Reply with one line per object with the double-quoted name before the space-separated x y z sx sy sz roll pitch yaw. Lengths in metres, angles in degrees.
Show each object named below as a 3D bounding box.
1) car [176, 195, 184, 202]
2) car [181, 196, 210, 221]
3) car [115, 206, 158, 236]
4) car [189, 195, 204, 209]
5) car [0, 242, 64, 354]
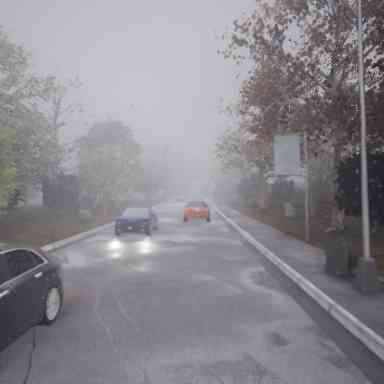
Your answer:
"car" -2.420 1.424 70.306 2.033 1.411 5.357 0 0 1
"car" 0.425 1.481 28.460 2.097 1.767 4.553 0 0 1
"car" -3.127 1.580 19.394 1.882 1.535 5.008 0 0 1
"car" 0.652 1.417 47.342 2.097 1.767 4.553 0 0 1
"car" -3.315 1.529 4.387 1.837 1.490 4.892 0 -1 1
